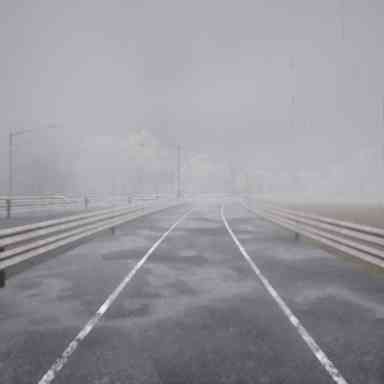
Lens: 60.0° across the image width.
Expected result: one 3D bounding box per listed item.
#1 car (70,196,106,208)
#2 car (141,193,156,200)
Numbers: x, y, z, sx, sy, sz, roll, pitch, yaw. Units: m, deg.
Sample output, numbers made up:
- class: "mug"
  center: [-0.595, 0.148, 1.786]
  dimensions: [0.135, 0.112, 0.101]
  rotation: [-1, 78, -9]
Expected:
- class: "car"
  center: [-13.476, 1.198, 42.319]
  dimensions: [2.128, 1.511, 4.902]
  rotation: [0, 0, 15]
- class: "car"
  center: [-10.225, 1.128, 78.615]
  dimensions: [2.097, 1.767, 4.553]
  rotation: [0, 0, 18]
